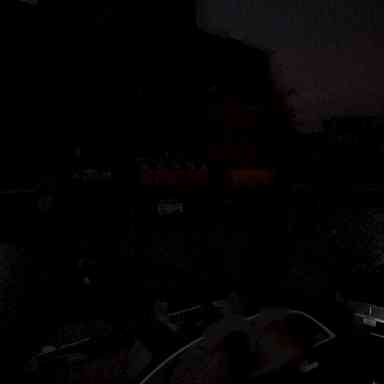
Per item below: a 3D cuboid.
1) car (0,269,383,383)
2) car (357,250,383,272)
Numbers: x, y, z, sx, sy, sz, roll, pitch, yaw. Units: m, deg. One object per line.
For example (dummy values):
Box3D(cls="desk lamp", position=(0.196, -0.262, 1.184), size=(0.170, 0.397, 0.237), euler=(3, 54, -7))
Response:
Box3D(cls="car", position=(-0.225, 1.549, 2.674), size=(4.403, 1.369, 2.008), euler=(0, -2, -35))
Box3D(cls="car", position=(4.213, 1.545, 5.835), size=(4.403, 1.369, 2.008), euler=(0, -2, -35))
